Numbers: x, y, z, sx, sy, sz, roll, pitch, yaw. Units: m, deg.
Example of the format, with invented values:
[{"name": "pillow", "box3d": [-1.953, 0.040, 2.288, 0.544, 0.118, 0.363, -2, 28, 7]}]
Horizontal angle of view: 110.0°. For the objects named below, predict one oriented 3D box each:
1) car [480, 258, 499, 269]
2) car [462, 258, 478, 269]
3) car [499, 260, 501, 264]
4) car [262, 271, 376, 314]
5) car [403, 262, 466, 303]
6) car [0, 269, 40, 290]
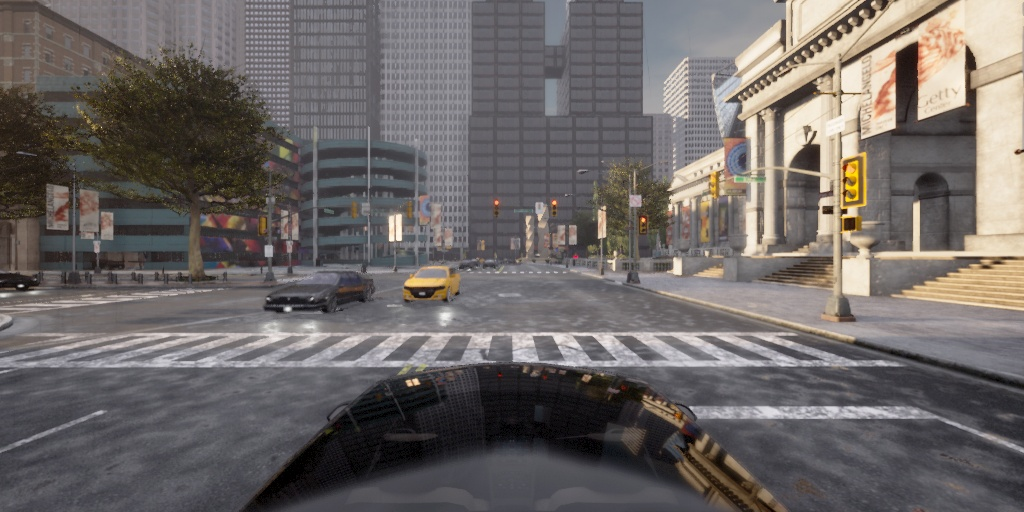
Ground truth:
[{"name": "car", "box3d": [-3.484, 1.213, 56.202, 1.882, 1.535, 5.008, 0, 0, 0]}, {"name": "car", "box3d": [-6.980, 1.283, 56.061, 2.033, 1.411, 5.357, 0, 0, 0]}, {"name": "car", "box3d": [-3.469, 1.259, 65.236, 1.812, 1.442, 4.674, 0, 0, 0]}, {"name": "car", "box3d": [-7.069, 1.294, 13.970, 2.033, 1.411, 5.357, 0, 0, 0]}, {"name": "car", "box3d": [-3.567, 1.224, 16.752, 1.882, 1.535, 5.008, 0, 0, 0]}, {"name": "car", "box3d": [-30.242, 1.293, 20.140, 5.357, 1.411, 2.033, 0, 0, 0]}]
